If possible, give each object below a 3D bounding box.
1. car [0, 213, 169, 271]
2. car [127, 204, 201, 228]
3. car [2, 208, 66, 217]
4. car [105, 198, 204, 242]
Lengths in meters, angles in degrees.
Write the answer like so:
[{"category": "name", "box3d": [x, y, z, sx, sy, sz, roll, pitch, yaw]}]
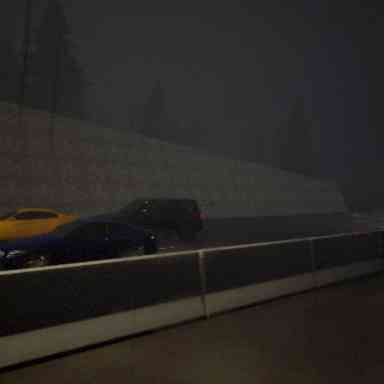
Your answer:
[{"category": "car", "box3d": [-3.281, 1.565, 10.231, 4.674, 1.442, 1.812, 1, -1, -36]}, {"category": "car", "box3d": [-1.970, 1.644, 24.031, 4.902, 1.511, 2.128, 1, -1, -35]}, {"category": "car", "box3d": [-7.784, 1.510, 15.628, 5.008, 1.535, 1.882, 1, 0, -35]}, {"category": "car", "box3d": [-2.007, 1.309, 15.441, 5.566, 2.045, 2.150, 1, 0, -35]}]
